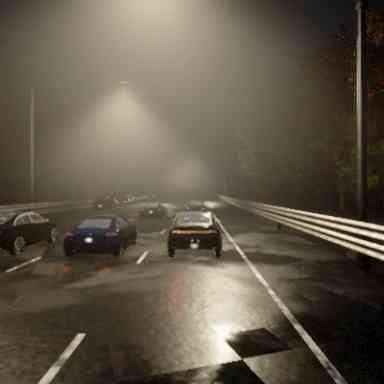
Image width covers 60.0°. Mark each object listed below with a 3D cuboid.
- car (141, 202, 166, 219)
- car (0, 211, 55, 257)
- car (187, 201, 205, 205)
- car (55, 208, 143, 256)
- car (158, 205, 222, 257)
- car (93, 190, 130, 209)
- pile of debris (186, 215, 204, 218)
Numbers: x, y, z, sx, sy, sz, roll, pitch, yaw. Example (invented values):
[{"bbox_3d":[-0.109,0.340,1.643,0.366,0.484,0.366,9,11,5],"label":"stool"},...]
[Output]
[{"bbox_3d":[-3.174,1.541,28.122,1.994,1.385,4.181,0,0,2],"label":"car"},{"bbox_3d":[-6.881,1.487,12.980,2.128,1.511,4.902,0,0,1],"label":"car"},{"bbox_3d":[0.319,1.467,27.875,2.128,1.511,4.902,0,0,1],"label":"car"},{"bbox_3d":[-3.381,1.560,13.035,1.994,1.385,4.181,0,0,1],"label":"car"},{"bbox_3d":[0.119,1.486,12.927,2.128,1.511,4.902,0,0,1],"label":"car"},{"bbox_3d":[-6.872,0.670,27.960,1.812,1.442,4.674,-32,2,9],"label":"car"},{"bbox_3d":[0.292,2.149,29.143,1.500,0.140,1.860,0,0,1],"label":"pile of debris"}]
